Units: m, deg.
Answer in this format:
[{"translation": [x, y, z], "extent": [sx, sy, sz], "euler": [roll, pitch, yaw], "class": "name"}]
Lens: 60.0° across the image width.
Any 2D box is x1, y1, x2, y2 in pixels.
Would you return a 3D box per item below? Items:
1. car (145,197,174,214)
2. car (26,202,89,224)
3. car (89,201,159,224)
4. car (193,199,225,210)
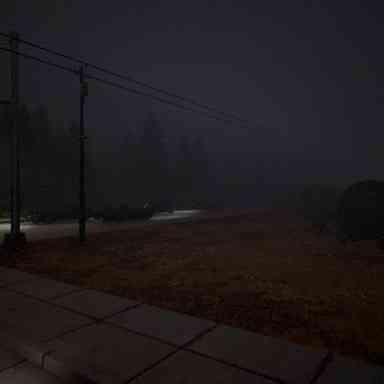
[{"translation": [-3.803, 1.306, 32.943], "extent": [2.097, 1.767, 4.553], "euler": [0, 0, 37], "class": "car"}, {"translation": [-9.800, 1.513, 24.859], "extent": [1.837, 1.490, 4.892], "euler": [0, 0, 37], "class": "car"}, {"translation": [-5.011, 1.583, 25.103], "extent": [1.895, 1.301, 4.718], "euler": [0, 0, 37], "class": "car"}, {"translation": [2.116, 1.502, 40.905], "extent": [1.895, 1.301, 4.718], "euler": [0, 0, 37], "class": "car"}]
